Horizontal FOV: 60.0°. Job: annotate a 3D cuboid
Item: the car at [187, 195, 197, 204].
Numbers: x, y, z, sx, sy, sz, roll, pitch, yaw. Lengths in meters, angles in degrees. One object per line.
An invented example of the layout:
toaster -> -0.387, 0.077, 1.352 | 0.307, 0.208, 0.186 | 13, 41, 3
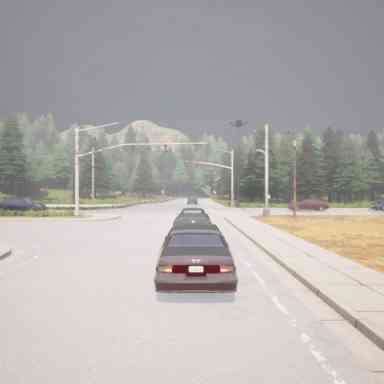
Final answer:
car -> 0.047, 1.549, 63.473 | 2.033, 1.411, 5.357 | 0, 0, 0

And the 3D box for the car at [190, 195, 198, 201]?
car -> 0.496, 1.597, 90.152 | 1.895, 1.301, 4.718 | 0, 0, 2

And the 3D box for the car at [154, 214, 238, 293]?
car -> 0.077, 1.549, 8.987 | 2.033, 1.411, 5.357 | 0, 0, 0

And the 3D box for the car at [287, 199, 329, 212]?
car -> 13.580, 1.542, 38.899 | 4.674, 1.442, 1.812 | 0, 0, 1

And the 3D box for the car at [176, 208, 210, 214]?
car -> 0.044, 1.562, 18.212 | 1.994, 1.385, 4.181 | 0, 0, 1

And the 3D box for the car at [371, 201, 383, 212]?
car -> 23.444, 1.499, 38.730 | 4.902, 1.511, 2.128 | 0, 0, 1

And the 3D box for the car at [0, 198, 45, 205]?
car -> -18.086, 1.397, 35.750 | 4.553, 1.767, 2.097 | 0, 0, 1
